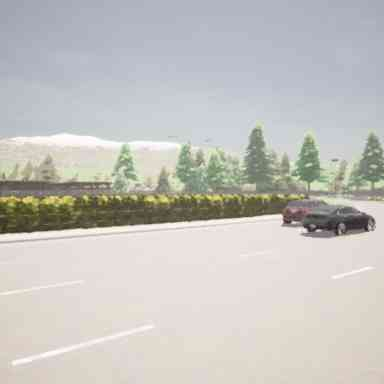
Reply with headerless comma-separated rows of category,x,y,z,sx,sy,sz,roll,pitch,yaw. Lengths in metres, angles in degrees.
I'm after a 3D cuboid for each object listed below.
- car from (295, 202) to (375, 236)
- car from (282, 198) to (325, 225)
car,8.024,1.453,18.065,4.892,1.490,1.837,0,0,-35
car,8.245,1.292,22.522,4.553,1.767,2.097,0,0,-35
